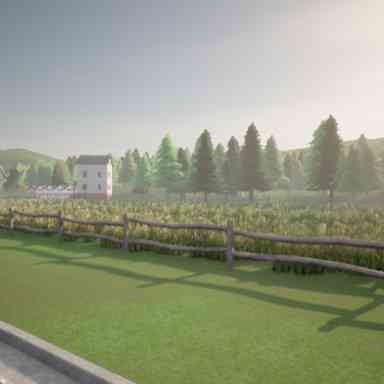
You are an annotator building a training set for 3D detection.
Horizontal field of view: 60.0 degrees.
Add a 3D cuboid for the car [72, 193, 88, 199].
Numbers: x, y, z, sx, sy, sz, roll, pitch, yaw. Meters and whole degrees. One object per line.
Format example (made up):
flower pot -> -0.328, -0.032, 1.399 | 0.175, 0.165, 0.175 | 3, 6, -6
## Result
car -> -29.388, 1.175, 87.025 | 4.605, 1.855, 1.932 | 0, 0, 35
